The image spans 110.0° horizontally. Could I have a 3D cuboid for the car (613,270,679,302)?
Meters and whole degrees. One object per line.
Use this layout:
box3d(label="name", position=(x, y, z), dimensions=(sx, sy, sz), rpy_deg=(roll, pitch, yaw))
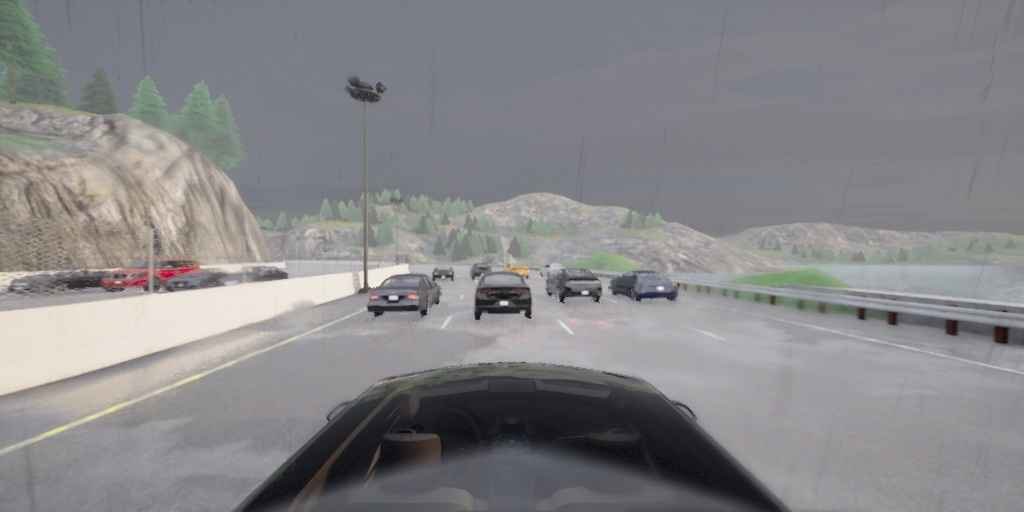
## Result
box3d(label="car", position=(6.290, 1.379, 17.558), dimensions=(1.994, 1.385, 4.181), rpy_deg=(0, 0, -4))

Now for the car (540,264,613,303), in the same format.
box3d(label="car", position=(2.821, 1.314, 17.166), dimensions=(2.128, 1.511, 4.902), rpy_deg=(0, 0, -4))

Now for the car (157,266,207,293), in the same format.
box3d(label="car", position=(-19.032, 1.477, 22.315), dimensions=(1.994, 1.385, 4.181), rpy_deg=(0, 0, -7))

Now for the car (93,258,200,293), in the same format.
box3d(label="car", position=(-22.616, 1.149, 22.984), dimensions=(2.150, 2.045, 5.566), rpy_deg=(0, 0, -8))

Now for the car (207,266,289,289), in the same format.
box3d(label="car", position=(-15.430, 1.391, 21.726), dimensions=(2.128, 1.511, 4.902), rpy_deg=(0, 0, -7))

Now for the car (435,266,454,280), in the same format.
box3d(label="car", position=(-6.299, 1.533, 33.106), dimensions=(1.895, 1.301, 4.718), rpy_deg=(0, 0, -10))

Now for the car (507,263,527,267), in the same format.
box3d(label="car", position=(0.370, 1.403, 35.413), dimensions=(1.882, 1.535, 5.008), rpy_deg=(0, 0, -10))

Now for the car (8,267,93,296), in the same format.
box3d(label="car", position=(-25.917, 1.418, 21.060), dimensions=(2.128, 1.511, 4.902), rpy_deg=(0, 0, -7))

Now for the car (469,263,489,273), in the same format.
box3d(label="car", position=(-3.020, 1.435, 34.509), dimensions=(1.837, 1.490, 4.892), rpy_deg=(0, 0, -10))

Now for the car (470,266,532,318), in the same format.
box3d(label="car", position=(-0.396, 1.290, 13.331), dimensions=(1.882, 1.535, 5.008), rpy_deg=(0, 0, -4))

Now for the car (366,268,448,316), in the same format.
box3d(label="car", position=(-3.890, 1.372, 13.743), dimensions=(2.033, 1.411, 5.357), rpy_deg=(0, 0, -4))
